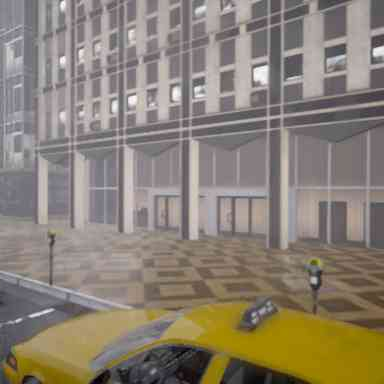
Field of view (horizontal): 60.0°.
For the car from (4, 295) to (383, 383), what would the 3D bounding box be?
[{"bbox_3d":[0.283,1.526,2.667,4.829,1.417,1.752,0,0,35],"label":"car"}]
